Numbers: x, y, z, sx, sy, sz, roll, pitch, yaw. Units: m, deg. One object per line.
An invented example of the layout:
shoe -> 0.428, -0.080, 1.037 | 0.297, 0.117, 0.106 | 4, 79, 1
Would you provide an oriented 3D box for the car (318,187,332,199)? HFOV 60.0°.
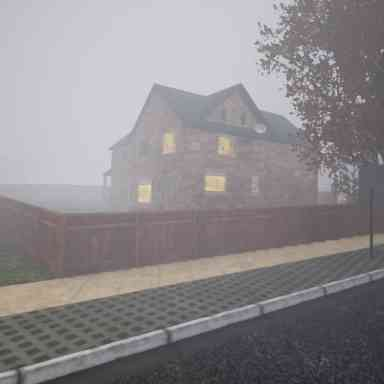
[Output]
car -> 18.937, 0.458, 48.921 | 1.882, 1.535, 5.008 | 1, 2, -3
